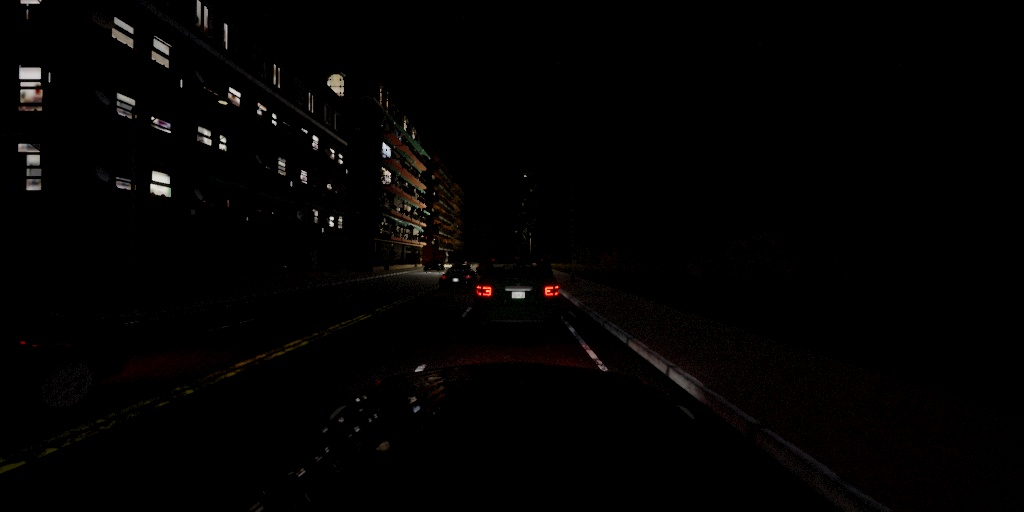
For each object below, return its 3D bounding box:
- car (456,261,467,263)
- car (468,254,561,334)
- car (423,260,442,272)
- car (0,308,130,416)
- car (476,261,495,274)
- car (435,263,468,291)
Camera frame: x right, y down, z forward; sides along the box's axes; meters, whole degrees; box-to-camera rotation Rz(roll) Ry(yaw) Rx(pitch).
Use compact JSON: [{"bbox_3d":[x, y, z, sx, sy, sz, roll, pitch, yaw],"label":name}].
[{"bbox_3d":[-6.580,1.304,45.621,2.033,1.411,5.357,0,0,0],"label":"car"},{"bbox_3d":[0.106,0.974,10.778,2.150,2.045,5.566,0,0,-1],"label":"car"},{"bbox_3d":[-9.829,1.261,45.260,1.837,1.490,4.892,0,0,0],"label":"car"},{"bbox_3d":[-6.600,1.228,3.145,1.882,1.535,5.008,0,0,0],"label":"car"},{"bbox_3d":[-3.129,1.319,43.080,1.994,1.385,4.181,0,0,0],"label":"car"},{"bbox_3d":[-3.141,1.319,21.954,1.994,1.385,4.181,0,0,0],"label":"car"}]
